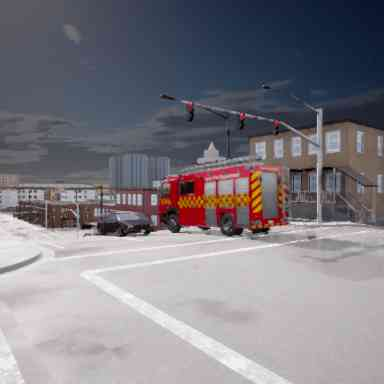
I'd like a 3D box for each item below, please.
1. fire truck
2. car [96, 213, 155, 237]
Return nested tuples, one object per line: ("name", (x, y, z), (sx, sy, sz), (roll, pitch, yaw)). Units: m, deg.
("fire truck", (1.372, 0.376, 19.360), (2.891, 3.827, 8.468), (0, -3, -36))
("car", (-4.362, 2.038, 21.057), (2.033, 1.411, 5.357), (0, -4, -36))
